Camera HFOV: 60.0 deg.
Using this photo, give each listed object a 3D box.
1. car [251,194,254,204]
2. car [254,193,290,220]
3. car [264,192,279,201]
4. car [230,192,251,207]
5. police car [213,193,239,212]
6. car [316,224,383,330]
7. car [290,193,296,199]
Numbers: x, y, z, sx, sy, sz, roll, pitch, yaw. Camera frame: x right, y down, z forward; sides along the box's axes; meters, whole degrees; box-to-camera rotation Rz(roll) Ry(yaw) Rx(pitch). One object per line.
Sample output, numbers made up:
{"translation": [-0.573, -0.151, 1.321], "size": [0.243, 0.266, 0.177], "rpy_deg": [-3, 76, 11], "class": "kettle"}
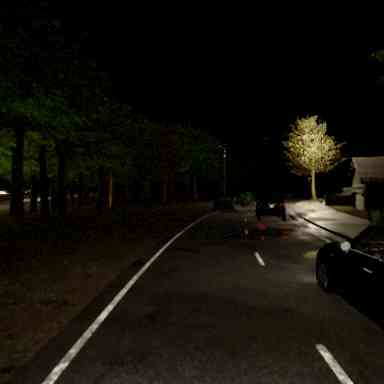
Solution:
{"translation": [8.287, 0.967, 51.820], "size": [2.150, 2.045, 5.566], "rpy_deg": [0, 0, 20], "class": "car"}
{"translation": [6.331, 1.126, 26.966], "size": [2.150, 2.045, 5.566], "rpy_deg": [0, 0, 11], "class": "car"}
{"translation": [16.335, 0.905, 68.051], "size": [2.097, 1.767, 4.553], "rpy_deg": [0, 0, 27], "class": "car"}
{"translation": [6.355, 1.003, 46.168], "size": [2.150, 2.045, 5.566], "rpy_deg": [0, 0, 18], "class": "car"}
{"translation": [3.640, 1.264, 36.677], "size": [1.930, 1.638, 5.238], "rpy_deg": [0, 0, 14], "class": "police car"}
{"translation": [3.855, 1.338, 5.882], "size": [2.097, 1.767, 4.553], "rpy_deg": [0, 0, 2], "class": "car"}
{"translation": [24.035, 1.030, 81.675], "size": [2.128, 1.511, 4.902], "rpy_deg": [0, 0, 33], "class": "car"}
